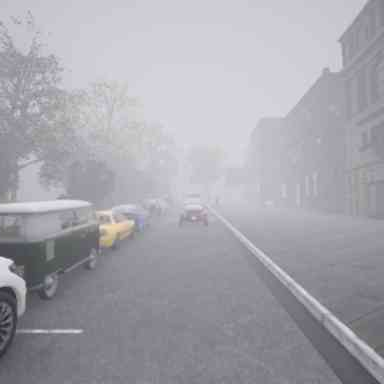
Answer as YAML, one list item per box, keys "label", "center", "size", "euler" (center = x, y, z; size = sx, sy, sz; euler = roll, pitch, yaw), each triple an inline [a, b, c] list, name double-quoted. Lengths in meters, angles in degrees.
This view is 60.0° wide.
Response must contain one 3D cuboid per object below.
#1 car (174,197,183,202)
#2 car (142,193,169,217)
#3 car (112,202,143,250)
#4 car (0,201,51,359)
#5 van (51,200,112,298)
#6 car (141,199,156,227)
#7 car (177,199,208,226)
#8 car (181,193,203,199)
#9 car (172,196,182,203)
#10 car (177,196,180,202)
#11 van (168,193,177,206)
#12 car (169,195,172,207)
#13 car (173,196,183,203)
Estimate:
- label: "car"
  center: [-3.629, 2.112, 91.747]
  size: [2.163, 1.488, 4.792]
  euler: [0, -1, 2]
- label: "car"
  center: [-3.648, 1.256, 30.458]
  size: [2.185, 1.767, 4.553]
  euler: [0, 0, 2]
- label: "car"
  center: [-3.642, 1.427, 13.964]
  size: [1.946, 1.575, 5.366]
  euler: [0, 0, 2]
- label: "car"
  center: [-3.652, 1.218, 2.666]
  size: [2.435, 2.045, 5.566]
  euler: [0, 0, 2]
- label: "van"
  center: [-3.647, 1.223, 8.325]
  size: [1.878, 1.987, 4.442]
  euler: [0, 0, 2]
- label: "car"
  center: [-3.649, 1.413, 19.343]
  size: [2.097, 1.535, 5.008]
  euler: [0, 0, 2]
- label: "car"
  center: [0.105, 1.450, 22.782]
  size: [1.812, 1.442, 4.674]
  euler: [0, 0, 0]
- label: "car"
  center: [0.107, 1.098, 39.628]
  size: [2.150, 2.045, 5.566]
  euler: [0, 0, 0]
- label: "car"
  center: [-3.621, 1.811, 80.583]
  size: [2.097, 1.535, 5.008]
  euler: [1, -2, 2]
- label: "car"
  center: [-3.644, 1.195, 52.741]
  size: [2.185, 1.767, 4.553]
  euler: [0, 0, 2]
- label: "van"
  center: [-3.639, 1.110, 47.318]
  size: [1.878, 1.987, 4.442]
  euler: [0, 0, 2]
- label: "car"
  center: [-3.645, 1.407, 36.058]
  size: [2.002, 1.452, 4.674]
  euler: [0, 0, 2]
- label: "car"
  center: [-3.627, 1.946, 86.143]
  size: [2.097, 1.535, 5.008]
  euler: [0, -1, 2]
